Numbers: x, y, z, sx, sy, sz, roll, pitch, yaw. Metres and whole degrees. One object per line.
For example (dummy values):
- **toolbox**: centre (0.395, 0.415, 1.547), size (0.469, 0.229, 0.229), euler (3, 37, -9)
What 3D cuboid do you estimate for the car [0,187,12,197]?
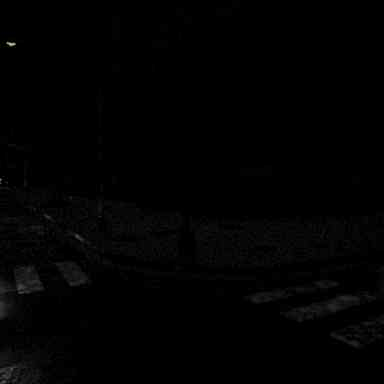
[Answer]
- **car**: centre (-29.494, 0.005, 52.239), size (1.882, 1.535, 5.008), euler (-2, 3, -30)
